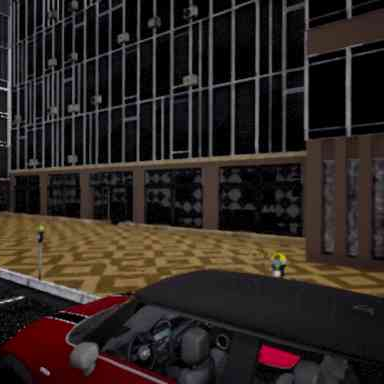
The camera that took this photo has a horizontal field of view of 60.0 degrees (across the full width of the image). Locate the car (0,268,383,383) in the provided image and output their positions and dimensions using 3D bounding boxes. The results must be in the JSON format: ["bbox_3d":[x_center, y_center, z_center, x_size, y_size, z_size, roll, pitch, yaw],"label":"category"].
[{"bbox_3d":[0.045,1.431,2.845,4.097,1.590,1.967,0,0,36],"label":"car"}]
